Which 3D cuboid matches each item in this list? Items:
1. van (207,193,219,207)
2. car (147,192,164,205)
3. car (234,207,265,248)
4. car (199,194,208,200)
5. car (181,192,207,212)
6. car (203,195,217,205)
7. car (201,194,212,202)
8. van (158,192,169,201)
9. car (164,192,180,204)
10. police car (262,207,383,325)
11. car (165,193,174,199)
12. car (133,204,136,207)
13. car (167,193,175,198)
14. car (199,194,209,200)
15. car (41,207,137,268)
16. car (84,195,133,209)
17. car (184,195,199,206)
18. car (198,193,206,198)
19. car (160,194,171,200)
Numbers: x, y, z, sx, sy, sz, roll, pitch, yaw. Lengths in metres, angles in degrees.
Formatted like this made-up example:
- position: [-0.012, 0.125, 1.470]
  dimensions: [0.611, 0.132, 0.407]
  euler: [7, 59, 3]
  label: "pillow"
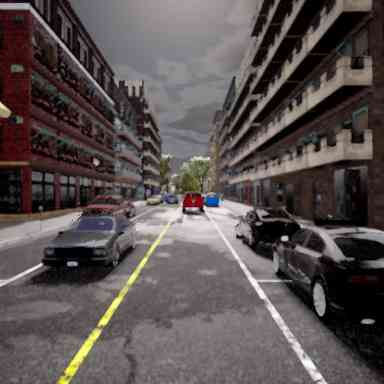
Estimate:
- position: [2.694, 1.036, 44.451]
  dimensions: [1.690, 1.788, 3.998]
  euler: [1, 0, 0]
  label: "van"
- position: [-5.693, 1.184, 49.890]
  dimensions: [1.752, 1.417, 4.829]
  euler: [1, 0, 0]
  label: "car"
- position: [3.140, 1.407, 14.199]
  dimensions: [1.837, 1.490, 4.892]
  euler: [0, 0, 0]
  label: "car"
- position: [2.646, 1.050, 77.879]
  dimensions: [1.802, 1.307, 4.206]
  euler: [1, 0, 0]
  label: "car"
- position: [0.081, 0.983, 34.941]
  dimensions: [2.150, 2.045, 5.566]
  euler: [0, 1, -1]
  label: "car"
- position: [2.694, 1.182, 50.193]
  dimensions: [1.752, 1.417, 4.829]
  euler: [1, 0, 0]
  label: "car"
- position: [2.663, 1.126, 61.165]
  dimensions: [1.887, 1.381, 4.507]
  euler: [1, 0, 0]
  label: "car"
- position: [-5.696, 0.885, 66.772]
  dimensions: [1.690, 1.788, 3.998]
  euler: [1, 0, 0]
  label: "van"
- position: [-3.082, 1.161, 53.210]
  dimensions: [1.812, 1.442, 4.674]
  euler: [0, 0, 0]
  label: "car"
- position: [3.131, 1.374, 7.306]
  dimensions: [1.930, 1.638, 5.238]
  euler: [0, 0, 0]
  label: "police car"
- position: [-5.703, 0.981, 83.487]
  dimensions: [2.008, 1.369, 4.403]
  euler: [1, 0, 0]
  label: "car"
- position: [-5.687, 1.391, 27.777]
  dimensions: [1.802, 1.307, 4.206]
  euler: [1, 0, 0]
  label: "car"
- position: [-5.705, 0.975, 89.057]
  dimensions: [1.802, 1.307, 4.206]
  euler: [1, 0, 0]
  label: "car"
- position: [2.647, 1.072, 72.307]
  dimensions: [1.947, 1.339, 4.313]
  euler: [1, 0, 0]
  label: "car"
- position: [-3.103, 1.469, 11.296]
  dimensions: [2.033, 1.411, 5.357]
  euler: [0, 0, 0]
  label: "car"
- position: [-5.682, 1.162, 22.204]
  dimensions: [2.192, 1.841, 5.009]
  euler: [1, 0, 0]
  label: "car"
- position: [0.008, 1.219, 47.897]
  dimensions: [2.033, 1.411, 5.357]
  euler: [0, 0, 0]
  label: "car"
- position: [2.643, 0.944, 89.020]
  dimensions: [2.008, 1.369, 4.403]
  euler: [1, 0, 0]
  label: "car"
- position: [-5.700, 1.057, 72.343]
  dimensions: [2.008, 1.369, 4.403]
  euler: [1, 0, 0]
  label: "car"
